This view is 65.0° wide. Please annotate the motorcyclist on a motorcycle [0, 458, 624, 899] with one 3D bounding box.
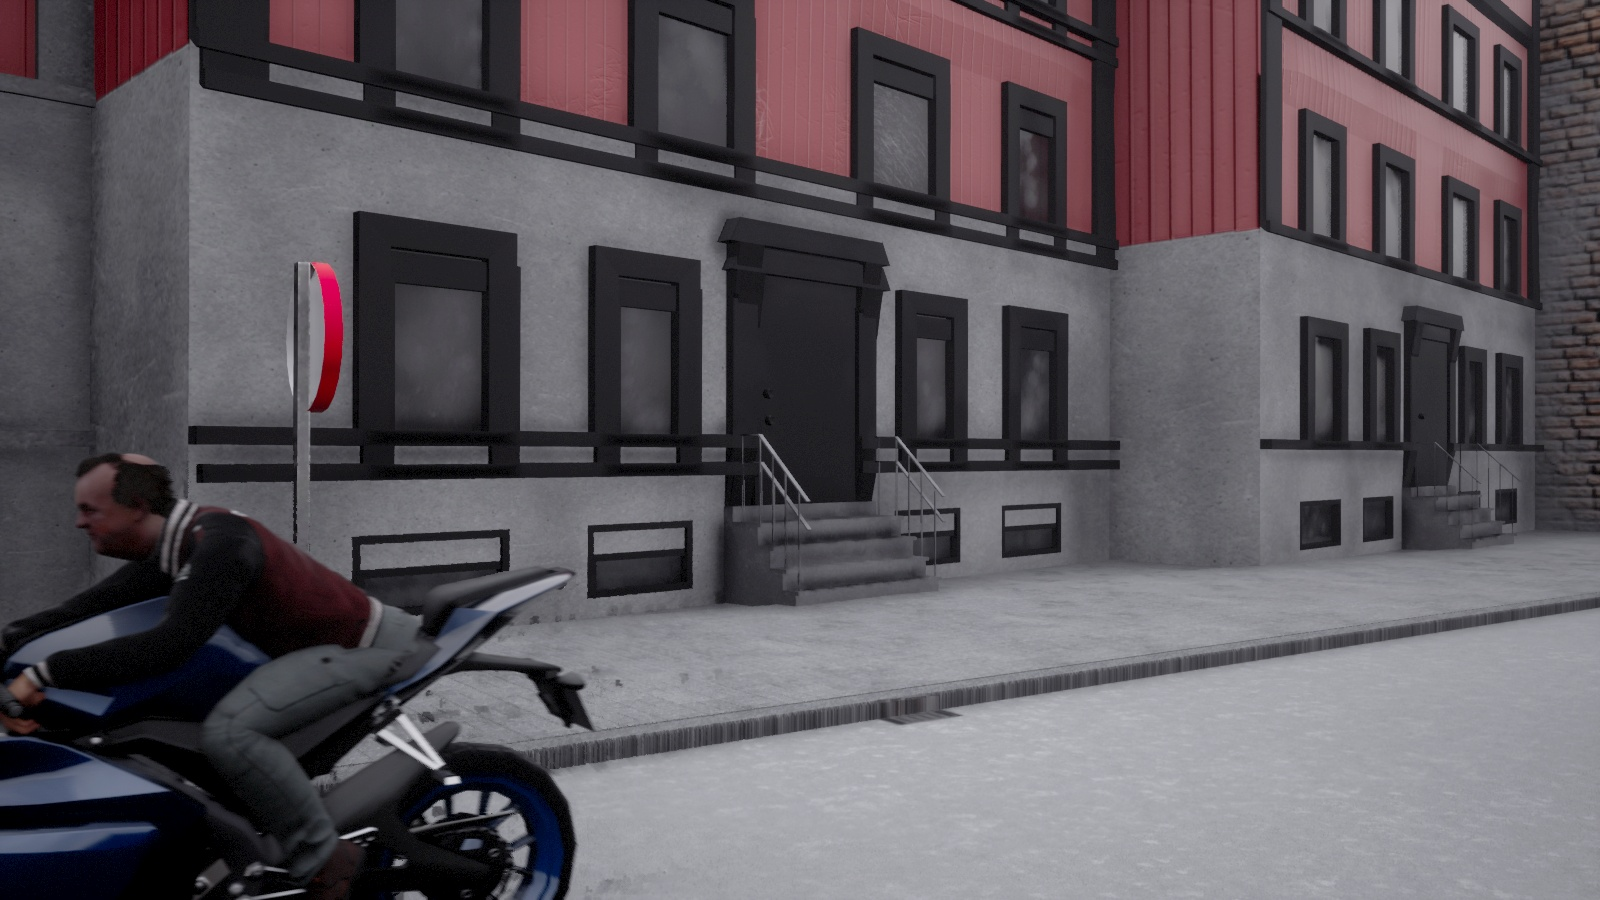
[{"bbox_3d":[-1.623,0.791,3.135,2.191,1.530,0.866,0,0,-35],"label":"motorcyclist on a motorcycle"}]
